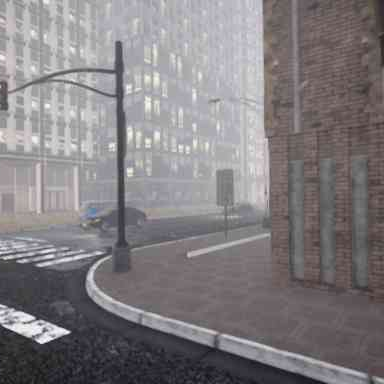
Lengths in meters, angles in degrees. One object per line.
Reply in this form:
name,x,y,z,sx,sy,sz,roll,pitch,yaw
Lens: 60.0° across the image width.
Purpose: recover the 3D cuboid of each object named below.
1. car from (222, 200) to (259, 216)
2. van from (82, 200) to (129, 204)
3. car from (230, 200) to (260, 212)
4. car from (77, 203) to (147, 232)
car,4.803,1.689,34.391,1.994,1.385,4.181,-2,-1,36
van,-6.141,1.491,23.575,1.690,1.788,3.998,-2,-1,36
car,6.692,1.720,41.486,1.752,1.417,4.829,-2,-1,36
car,-4.808,1.618,20.980,1.812,1.442,4.674,-1,-1,36
